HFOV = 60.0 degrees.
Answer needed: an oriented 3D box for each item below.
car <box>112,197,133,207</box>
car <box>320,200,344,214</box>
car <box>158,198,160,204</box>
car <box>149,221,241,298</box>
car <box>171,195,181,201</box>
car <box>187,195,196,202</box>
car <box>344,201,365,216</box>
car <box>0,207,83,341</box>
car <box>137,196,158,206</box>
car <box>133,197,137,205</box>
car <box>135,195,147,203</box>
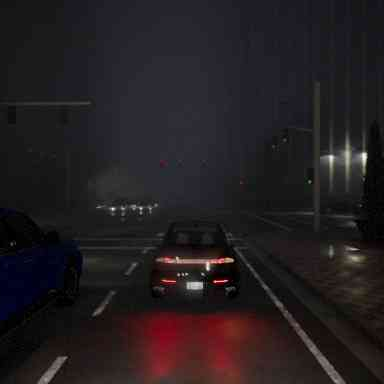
[{"bbox_3d":[-10.683,1.526,50.231,1.812,1.442,4.674,0,0,0],"label":"car"},{"bbox_3d":[15.234,1.564,34.904,4.181,1.385,1.994,0,0,-1],"label":"car"},{"bbox_3d":[-7.164,1.564,62.908,1.994,1.385,4.181,0,0,0],"label":"car"},{"bbox_3d":[0.079,1.492,8.477,2.128,1.511,4.902,0,0,1],"label":"car"},{"bbox_3d":[-3.629,1.339,76.057,1.812,1.442,4.674,0,0,0],"label":"car"},{"bbox_3d":[-0.128,1.429,75.523,1.837,1.490,4.892,0,0,0],"label":"car"},{"bbox_3d":[17.482,1.505,31.430,4.892,1.490,1.837,0,0,-1],"label":"car"},{"bbox_3d":[-3.450,1.221,4.845,2.150,2.045,5.566,0,0,1],"label":"car"},{"bbox_3d":[-7.178,1.505,53.999,1.837,1.490,4.892,0,0,0],"label":"car"},{"bbox_3d":[-10.670,1.601,59.340,1.895,1.301,4.718,0,0,0],"label":"car"},{"bbox_3d":[-10.618,1.477,69.782,1.882,1.535,5.008,0,0,0],"label":"car"}]
